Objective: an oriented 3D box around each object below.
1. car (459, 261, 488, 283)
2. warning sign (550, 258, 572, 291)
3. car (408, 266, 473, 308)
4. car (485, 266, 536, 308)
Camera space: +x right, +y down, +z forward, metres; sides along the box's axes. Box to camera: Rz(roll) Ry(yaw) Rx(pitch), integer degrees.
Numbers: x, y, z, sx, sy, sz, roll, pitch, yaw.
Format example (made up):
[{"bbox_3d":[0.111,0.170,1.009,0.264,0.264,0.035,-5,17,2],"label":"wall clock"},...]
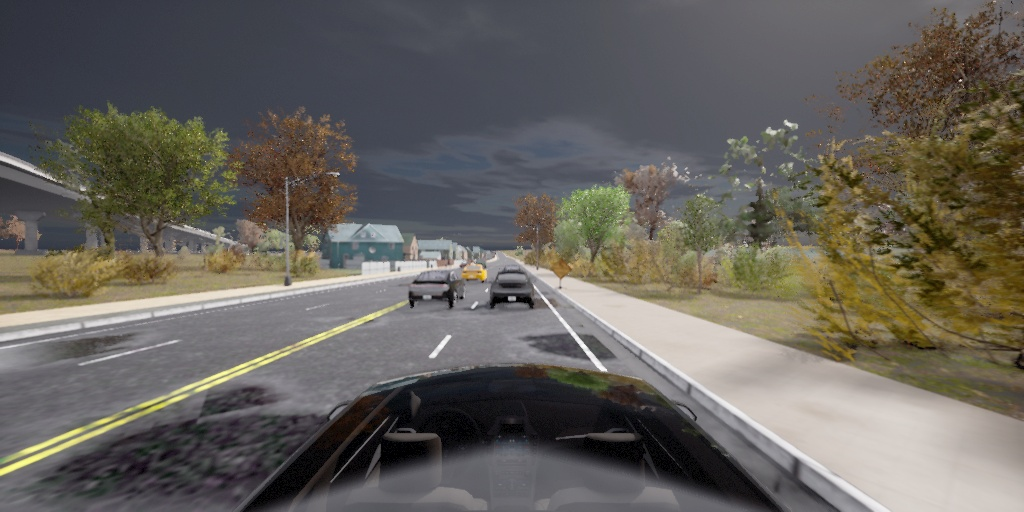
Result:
[{"bbox_3d":[-3.227,1.499,31.312,1.882,1.535,5.008,0,0,0],"label":"car"},{"bbox_3d":[2.860,1.045,21.186,1.300,1.860,1.060,0,0,0],"label":"warning sign"},{"bbox_3d":[-3.237,1.376,16.136,2.128,1.511,4.902,0,0,0],"label":"car"},{"bbox_3d":[0.013,1.392,16.113,1.837,1.490,4.892,0,0,0],"label":"car"}]
